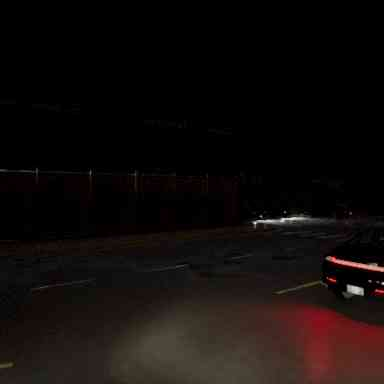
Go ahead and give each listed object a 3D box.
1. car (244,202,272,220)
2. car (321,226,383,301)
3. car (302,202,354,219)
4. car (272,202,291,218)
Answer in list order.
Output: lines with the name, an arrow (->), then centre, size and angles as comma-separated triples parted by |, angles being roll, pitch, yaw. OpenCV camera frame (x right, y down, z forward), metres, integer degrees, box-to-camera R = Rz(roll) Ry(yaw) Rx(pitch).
car -> 4.117, 1.611, 29.377 | 2.033, 1.411, 5.357 | 0, 0, -35
car -> 4.811, 1.495, 7.199 | 4.902, 1.511, 2.128 | 0, 0, -36
car -> 12.187, 1.595, 30.022 | 1.812, 1.442, 4.674 | 0, 0, -32
car -> 7.128, 1.629, 31.181 | 1.994, 1.385, 4.181 | 0, 0, -35
